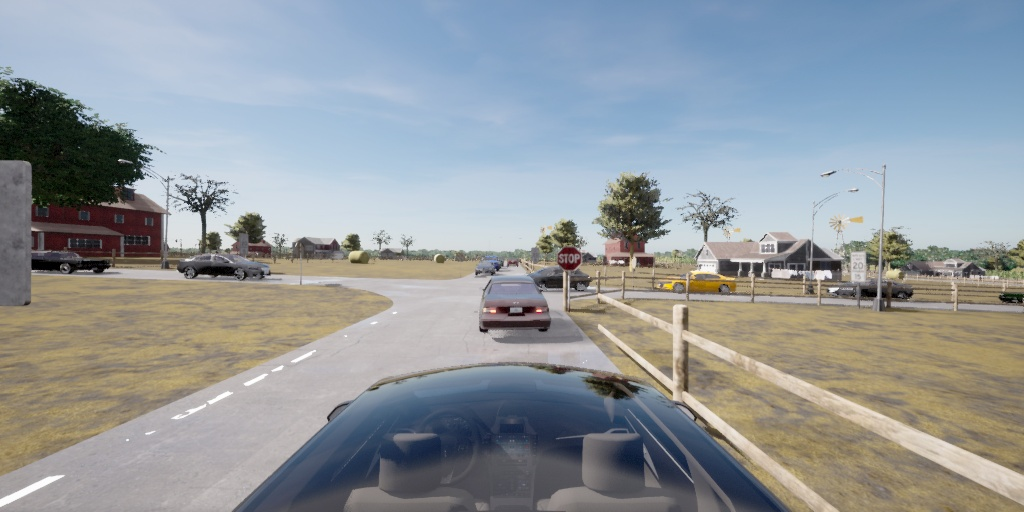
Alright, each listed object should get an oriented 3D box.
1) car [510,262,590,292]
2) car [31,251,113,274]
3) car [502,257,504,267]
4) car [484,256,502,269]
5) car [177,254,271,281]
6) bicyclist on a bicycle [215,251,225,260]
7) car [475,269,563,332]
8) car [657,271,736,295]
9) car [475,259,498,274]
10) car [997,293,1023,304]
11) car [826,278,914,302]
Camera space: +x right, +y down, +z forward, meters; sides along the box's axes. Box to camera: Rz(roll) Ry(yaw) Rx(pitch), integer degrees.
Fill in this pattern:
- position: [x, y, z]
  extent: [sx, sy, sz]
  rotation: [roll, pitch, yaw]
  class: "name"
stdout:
- position: [2.571, 1.399, 22.182]
  extent: [4.892, 1.490, 1.837]
  rotation: [3, 0, -28]
  class: "car"
- position: [-27.348, 0.366, 21.619]
  extent: [4.718, 1.301, 1.895]
  rotation: [2, 0, 0]
  class: "car"
- position: [-2.803, 1.134, 58.374]
  extent: [2.097, 1.767, 4.553]
  rotation: [0, 0, 0]
  class: "car"
- position: [-2.813, 0.991, 48.314]
  extent: [2.150, 2.045, 5.566]
  rotation: [0, 0, 0]
  class: "car"
- position: [-17.245, 0.630, 21.623]
  extent: [4.902, 1.511, 2.128]
  rotation: [2, 0, 0]
  class: "car"
- position: [-22.604, 0.406, 27.605]
  extent: [0.582, 1.620, 1.656]
  rotation: [2, 0, 0]
  class: "bicyclist on a bicycle"
- position: [-0.029, 1.299, 10.822]
  extent: [2.033, 1.411, 5.357]
  rotation: [0, 0, -3]
  class: "car"
- position: [12.570, 1.771, 24.540]
  extent: [5.008, 1.535, 1.882]
  rotation: [2, 0, -2]
  class: "car"
- position: [-2.831, 1.289, 38.351]
  extent: [1.812, 1.442, 4.674]
  rotation: [0, 0, 0]
  class: "car"
- position: [36.722, 2.873, 24.594]
  extent: [4.718, 1.301, 1.895]
  rotation: [2, 0, 0]
  class: "car"
- position: [24.443, 2.259, 24.599]
  extent: [4.902, 1.511, 2.128]
  rotation: [2, 0, 0]
  class: "car"
